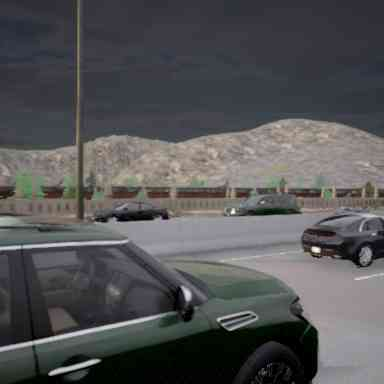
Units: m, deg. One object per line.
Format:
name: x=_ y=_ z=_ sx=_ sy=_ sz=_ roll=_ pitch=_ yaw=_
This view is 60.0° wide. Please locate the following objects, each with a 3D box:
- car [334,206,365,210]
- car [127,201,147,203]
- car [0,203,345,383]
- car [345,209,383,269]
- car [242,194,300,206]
car: x=9.587 y=1.571 z=20.943 sx=4.718 sy=1.301 sz=1.895 roll=0 pitch=0 yaw=-23
car: x=-3.963 y=1.387 z=21.897 sx=5.008 sy=1.535 sz=1.882 roll=0 pitch=0 yaw=-30
car: x=-1.353 y=1.205 z=2.697 sx=5.566 sy=2.045 sz=2.150 roll=0 pitch=0 yaw=-35
car: x=5.848 y=1.491 z=11.133 sx=4.892 sy=1.490 sz=1.837 roll=0 pitch=0 yaw=-28
car: x=4.795 y=1.164 z=22.598 sx=5.566 sy=2.045 sz=2.150 roll=0 pitch=0 yaw=-25
